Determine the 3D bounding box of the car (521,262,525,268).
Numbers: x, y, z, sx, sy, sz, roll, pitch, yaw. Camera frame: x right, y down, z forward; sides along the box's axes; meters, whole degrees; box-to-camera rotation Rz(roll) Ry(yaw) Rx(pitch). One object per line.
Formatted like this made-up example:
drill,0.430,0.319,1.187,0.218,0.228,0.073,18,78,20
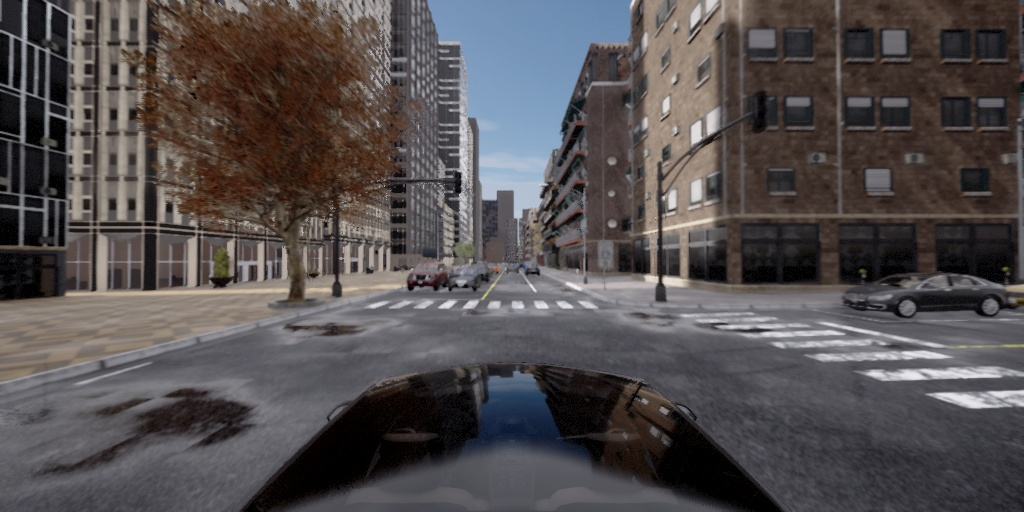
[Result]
car,2.689,1.904,52.552,1.751,1.417,4.829,0,0,0

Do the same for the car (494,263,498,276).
car,-3.093,1.862,43.157,1.895,1.301,4.718,0,-1,0

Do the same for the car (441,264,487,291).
car,-3.101,1.516,24.270,2.128,1.511,4.902,0,-1,0

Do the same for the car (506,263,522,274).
car,0.102,1.893,54.158,2.128,1.511,4.902,0,-1,0

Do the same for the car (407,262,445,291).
car,-5.692,1.346,24.771,2.192,1.841,5.009,0,0,0

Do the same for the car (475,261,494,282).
car,-3.098,1.491,33.442,2.097,1.767,4.553,0,-1,0

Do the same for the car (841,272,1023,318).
car,13.434,1.213,11.803,4.403,1.370,2.007,0,0,-1

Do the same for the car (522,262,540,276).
car,2.689,1.874,46.860,1.948,1.339,4.313,0,0,0
